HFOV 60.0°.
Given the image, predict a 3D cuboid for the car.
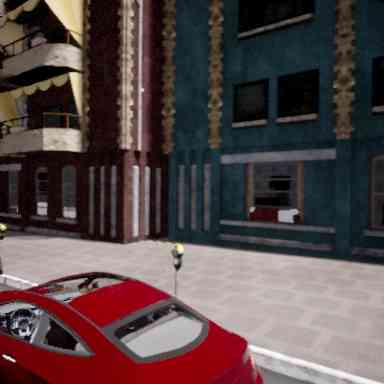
[{"bbox_3d":[-1.319,1.579,3.644,4.206,1.307,1.802,0,1,35],"label":"car"}]
